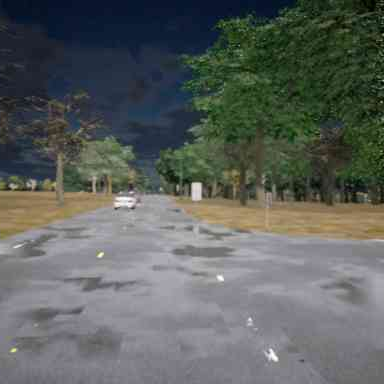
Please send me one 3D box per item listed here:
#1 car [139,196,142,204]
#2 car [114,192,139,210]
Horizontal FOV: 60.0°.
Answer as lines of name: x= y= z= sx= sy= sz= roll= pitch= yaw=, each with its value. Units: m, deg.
car: x=-9.334 y=1.204 z=54.794 sx=1.812 sy=1.442 sz=4.674 roll=1 pitch=0 yaw=-5
car: x=-7.765 y=0.993 z=39.012 sx=2.150 sy=2.045 sz=5.566 roll=1 pitch=0 yaw=-6
